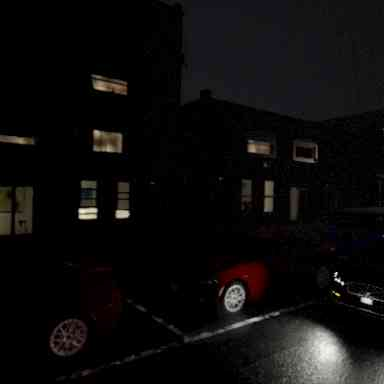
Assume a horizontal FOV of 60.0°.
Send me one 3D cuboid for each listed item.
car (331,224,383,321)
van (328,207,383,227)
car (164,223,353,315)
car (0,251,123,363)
[{"bbox_3d":[4.826,1.539,6.800,4.892,1.490,1.837,1,0,-35],"label":"car"},{"bbox_3d":[6.133,1.389,10.914,3.998,1.788,1.690,0,1,-35],"label":"van"},{"bbox_3d":[1.500,1.568,7.614,4.507,1.381,1.887,0,1,-35],"label":"car"},{"bbox_3d":[-3.169,1.544,4.376,4.507,1.381,1.887,0,1,-35],"label":"car"}]
